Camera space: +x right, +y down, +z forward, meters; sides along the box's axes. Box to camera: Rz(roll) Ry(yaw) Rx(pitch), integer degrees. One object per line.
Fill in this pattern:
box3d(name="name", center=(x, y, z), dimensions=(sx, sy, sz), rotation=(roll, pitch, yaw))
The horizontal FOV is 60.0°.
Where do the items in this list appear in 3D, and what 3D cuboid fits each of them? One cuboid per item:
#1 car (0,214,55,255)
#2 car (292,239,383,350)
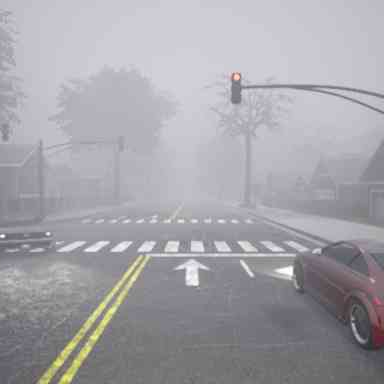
box3d(name="car", center=(-6.904, 1.593, 13.610), dimensions=(1.895, 1.301, 4.718), rotation=(0, 0, -30))
box3d(name="car", center=(3.340, 1.562, 6.206), dimensions=(1.994, 1.385, 4.181), rotation=(0, 0, 0))
